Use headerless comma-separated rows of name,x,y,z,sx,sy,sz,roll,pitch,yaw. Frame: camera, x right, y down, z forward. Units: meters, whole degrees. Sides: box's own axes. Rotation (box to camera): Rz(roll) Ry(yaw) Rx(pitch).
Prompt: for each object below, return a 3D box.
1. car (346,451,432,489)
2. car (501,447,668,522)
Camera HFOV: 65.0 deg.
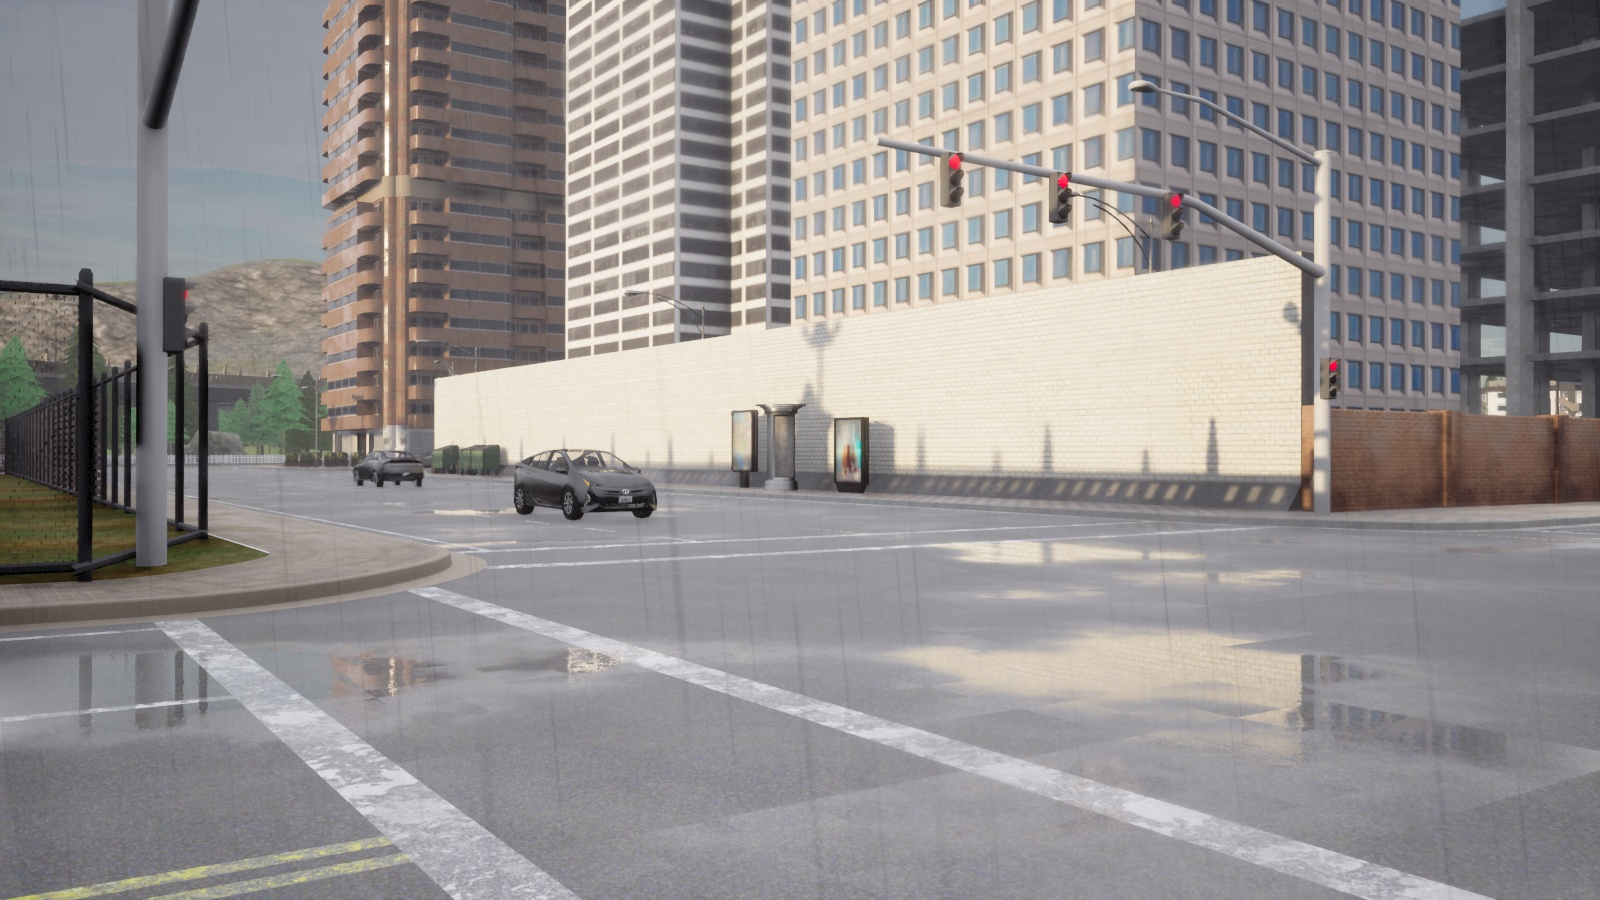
car,-17.193,0.810,52.352,2.128,1.511,4.902,0,0,-34
car,-4.923,0.716,28.198,2.007,1.525,4.514,0,0,-34
